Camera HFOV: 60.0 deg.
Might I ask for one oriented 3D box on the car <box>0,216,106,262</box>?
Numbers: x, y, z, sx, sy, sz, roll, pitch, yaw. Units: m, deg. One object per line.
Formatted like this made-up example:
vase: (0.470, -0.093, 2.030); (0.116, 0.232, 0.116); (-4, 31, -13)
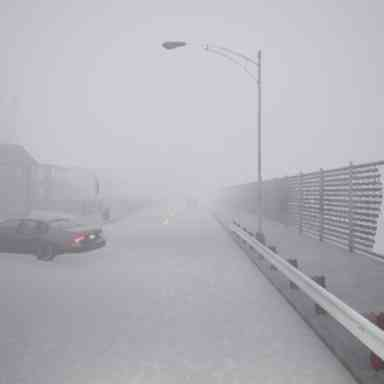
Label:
car: (-5.832, 1.580, 12.068); (5.357, 1.411, 2.033); (0, 0, 16)

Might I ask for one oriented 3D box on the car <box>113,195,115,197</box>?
car: (-17.281, 1.314, 67.259); (3.633, 1.501, 1.845); (0, 0, 0)

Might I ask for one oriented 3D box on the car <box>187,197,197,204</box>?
car: (-0.003, 1.743, 66.831); (1.994, 1.385, 4.181); (0, 0, 0)

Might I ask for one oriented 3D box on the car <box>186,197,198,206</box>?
car: (-0.001, 1.716, 56.771); (1.994, 1.385, 4.181); (0, 0, 0)
